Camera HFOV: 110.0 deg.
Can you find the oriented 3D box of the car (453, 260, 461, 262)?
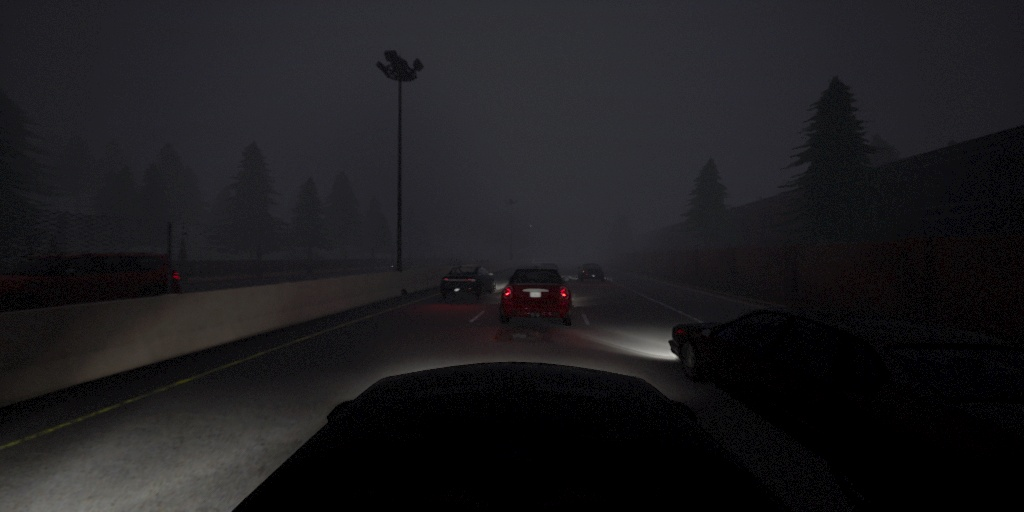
[{"bbox_3d":[-8.357,1.271,53.615,1.994,1.385,4.181,0,0,8],"label":"car"}]

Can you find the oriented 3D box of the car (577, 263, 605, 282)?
[{"bbox_3d":[6.394,1.303,29.219,1.812,1.442,4.674,0,0,7],"label":"car"}]

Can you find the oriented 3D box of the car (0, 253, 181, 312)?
[{"bbox_3d":[-13.564,0.909,10.999,2.150,2.045,5.566,0,0,5],"label":"car"}]

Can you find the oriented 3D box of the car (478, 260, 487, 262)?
[{"bbox_3d":[-4.491,1.289,55.852,1.994,1.385,4.181,0,0,7],"label":"car"}]

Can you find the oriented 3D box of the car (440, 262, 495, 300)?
[{"bbox_3d":[-2.053,1.231,17.566,2.128,1.511,4.902,0,0,7],"label":"car"}]

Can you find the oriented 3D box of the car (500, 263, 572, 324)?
[{"bbox_3d":[0.873,1.104,12.180,2.097,1.767,4.553,0,0,6],"label":"car"}]

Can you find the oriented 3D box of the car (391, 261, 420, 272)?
[{"bbox_3d":[-13.081,1.287,44.204,1.895,1.301,4.718,0,0,7],"label":"car"}]

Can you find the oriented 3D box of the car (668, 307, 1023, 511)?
[{"bbox_3d":[3.682,1.314,4.102,2.033,1.411,5.357,0,0,2],"label":"car"}]

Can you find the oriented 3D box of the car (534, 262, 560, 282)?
[{"bbox_3d":[3.060,1.309,30.686,2.033,1.411,5.357,0,0,7],"label":"car"}]
